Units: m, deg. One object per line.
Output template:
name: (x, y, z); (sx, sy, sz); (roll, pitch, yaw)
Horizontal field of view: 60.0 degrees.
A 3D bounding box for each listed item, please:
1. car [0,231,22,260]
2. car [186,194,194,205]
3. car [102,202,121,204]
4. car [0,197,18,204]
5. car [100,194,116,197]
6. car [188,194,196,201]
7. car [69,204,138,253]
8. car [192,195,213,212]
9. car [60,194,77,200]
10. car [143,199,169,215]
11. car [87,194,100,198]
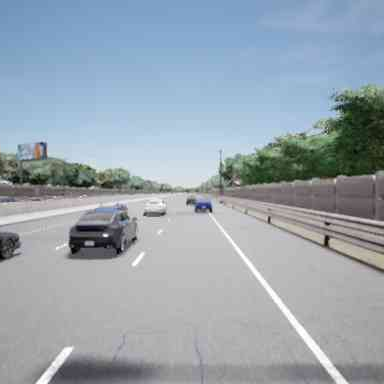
car: (-6.893, 1.508, 9.197); (2.033, 1.411, 5.357); (0, 0, 0)
car: (0.002, 1.321, 53.819); (1.882, 1.535, 5.008); (0, 0, 0)
car: (-6.899, 1.496, 28.849); (1.895, 1.301, 4.718); (0, 0, 0)
car: (-17.594, 1.244, 30.073); (2.097, 1.767, 4.553); (0, 0, 0)
car: (-17.498, 1.150, 71.549); (2.097, 1.767, 4.553); (0, 0, 0)
car: (0.002, 1.226, 76.026); (1.812, 1.442, 4.674); (0, 0, 0)
car: (-3.399, 1.449, 13.442); (1.837, 1.490, 4.892); (0, 0, 0)
car: (1.226, 1.354, 36.553); (1.882, 1.535, 5.008); (0, 0, 0)
car: (-24.498, 1.182, 65.966); (2.097, 1.767, 4.553); (0, 0, 0)
car: (-3.399, 1.414, 31.545); (1.812, 1.442, 4.674); (0, 0, 0)
car: (-20.998, 1.150, 71.549); (2.097, 1.767, 4.553); (0, 0, 0)
